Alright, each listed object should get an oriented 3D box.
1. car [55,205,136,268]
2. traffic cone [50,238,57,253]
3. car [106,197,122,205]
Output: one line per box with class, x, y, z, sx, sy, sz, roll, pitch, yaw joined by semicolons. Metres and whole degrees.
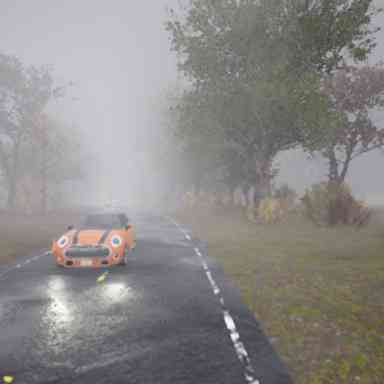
car;-3.227;1.505;11.913;2.097;1.767;4.553;0;-1;-4
traffic cone;-5.475;2.127;13.301;0.340;0.580;0.340;0;-1;-5
car;-15.275;2.038;64.820;2.150;2.045;5.566;0;-1;-27
